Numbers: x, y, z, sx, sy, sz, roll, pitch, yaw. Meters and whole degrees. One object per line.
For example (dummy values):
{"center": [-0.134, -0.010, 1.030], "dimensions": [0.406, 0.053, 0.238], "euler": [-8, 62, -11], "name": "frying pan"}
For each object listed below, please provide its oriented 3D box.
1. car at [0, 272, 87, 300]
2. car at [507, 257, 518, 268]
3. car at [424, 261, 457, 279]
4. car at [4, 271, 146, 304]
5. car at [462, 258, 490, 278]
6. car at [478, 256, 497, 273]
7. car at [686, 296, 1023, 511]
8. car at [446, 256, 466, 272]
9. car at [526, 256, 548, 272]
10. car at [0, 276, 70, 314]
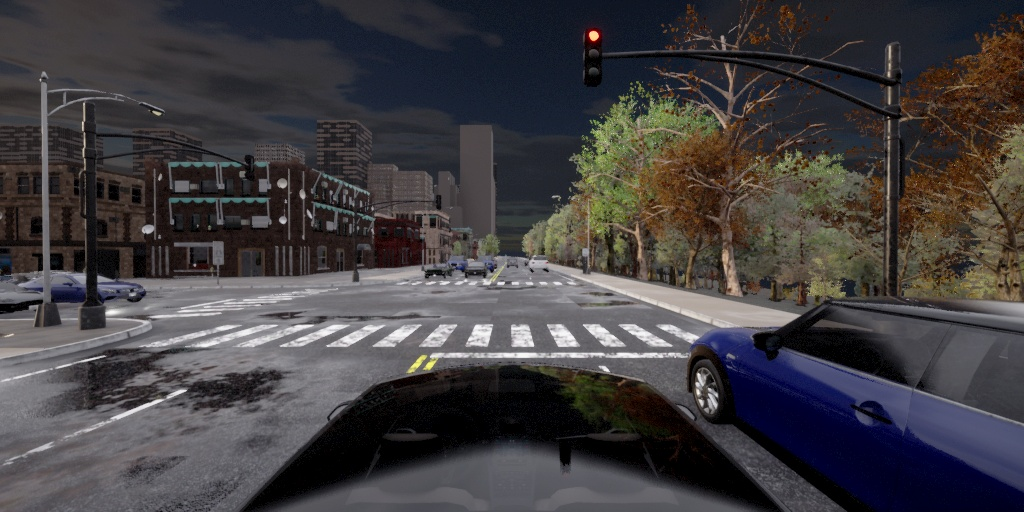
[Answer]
{"center": [-26.369, 1.614, 19.286], "dimensions": [4.718, 1.301, 1.895], "euler": [-1, 1, 0], "name": "car"}
{"center": [0.111, 1.274, 61.677], "dimensions": [2.033, 1.411, 5.357], "euler": [0, 0, 0], "name": "car"}
{"center": [-6.594, 1.341, 32.785], "dimensions": [1.895, 1.301, 4.718], "euler": [0, 0, 0], "name": "car"}
{"center": [-19.324, 1.490, 16.068], "dimensions": [4.674, 1.442, 1.812], "euler": [-1, 1, 0], "name": "car"}
{"center": [-3.340, 1.217, 34.015], "dimensions": [1.882, 1.535, 5.008], "euler": [0, 0, -2], "name": "car"}
{"center": [-3.333, 0.958, 44.266], "dimensions": [2.150, 2.045, 5.566], "euler": [0, 0, 0], "name": "car"}
{"center": [3.351, 1.102, 2.900], "dimensions": [2.097, 1.767, 4.553], "euler": [0, 0, 0], "name": "car"}
{"center": [-6.575, 0.958, 43.224], "dimensions": [2.150, 2.045, 5.566], "euler": [0, 0, 0], "name": "car"}
{"center": [3.358, 0.956, 45.655], "dimensions": [2.150, 2.045, 5.566], "euler": [0, 0, 0], "name": "car"}
{"center": [-19.944, 1.565, 13.361], "dimensions": [4.313, 1.339, 1.948], "euler": [0, 0, 0], "name": "car"}
